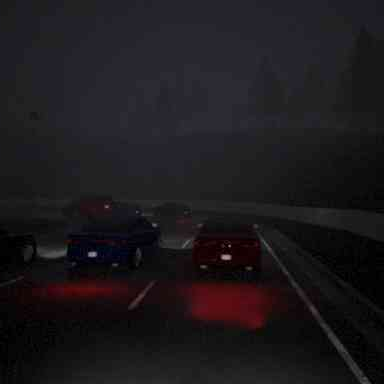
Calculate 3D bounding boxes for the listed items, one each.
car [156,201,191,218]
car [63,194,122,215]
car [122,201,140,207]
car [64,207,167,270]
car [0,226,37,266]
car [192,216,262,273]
[{"bbox_3d":[-1.927,1.571,30.471,1.812,1.442,4.674,1,0,-37],"label":"car"},{"bbox_3d":[-8.527,1.228,27.566,5.566,2.045,2.150,0,-1,44],"label":"car"},{"bbox_3d":[-6.520,1.547,30.283,4.674,1.442,1.812,0,-1,41],"label":"car"},{"bbox_3d":[-2.331,1.486,11.192,1.882,1.535,5.008,0,0,7],"label":"car"},{"bbox_3d":[-6.119,1.492,8.858,1.837,1.490,4.892,0,0,7],"label":"car"},{"bbox_3d":[1.154,1.504,10.892,1.882,1.535,5.008,0,0,7],"label":"car"}]
